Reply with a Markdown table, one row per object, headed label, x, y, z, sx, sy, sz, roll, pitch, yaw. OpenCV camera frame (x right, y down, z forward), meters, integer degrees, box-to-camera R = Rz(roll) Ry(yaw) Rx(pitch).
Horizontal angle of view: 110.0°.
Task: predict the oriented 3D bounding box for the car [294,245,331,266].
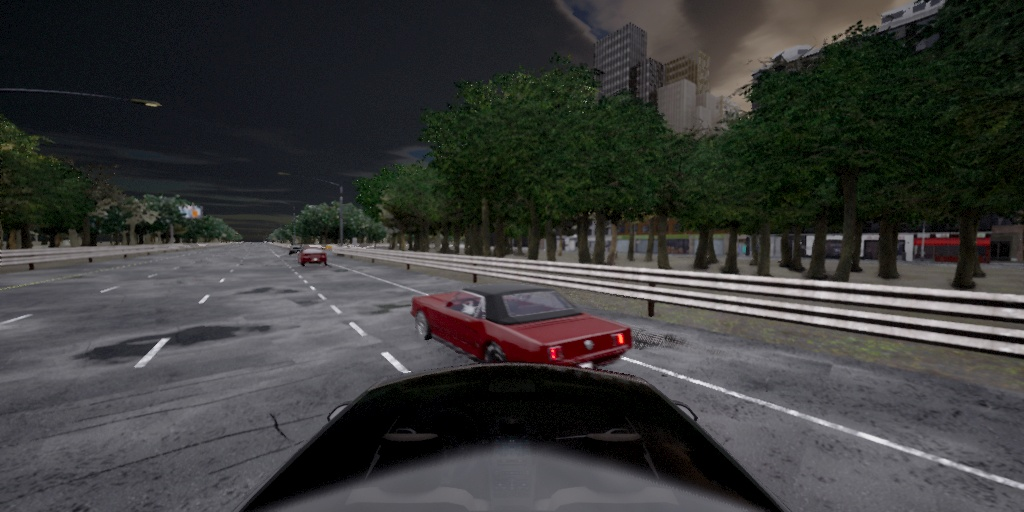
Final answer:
| label | x | y | z | sx | sy | sz | roll | pitch | yaw |
| --- | --- | --- | --- | --- | --- | --- | --- | --- | --- |
| car | -17.420 | 0.029 | 31.216 | 1.882 | 1.535 | 5.008 | -1 | 2 | -35 |

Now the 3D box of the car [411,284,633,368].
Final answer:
| label | x | y | z | sx | sy | sz | roll | pitch | yaw |
| --- | --- | --- | --- | --- | --- | --- | --- | --- | --- |
| car | -0.274 | 1.173 | 6.711 | 1.895 | 1.301 | 4.718 | -1 | 2 | -35 |
